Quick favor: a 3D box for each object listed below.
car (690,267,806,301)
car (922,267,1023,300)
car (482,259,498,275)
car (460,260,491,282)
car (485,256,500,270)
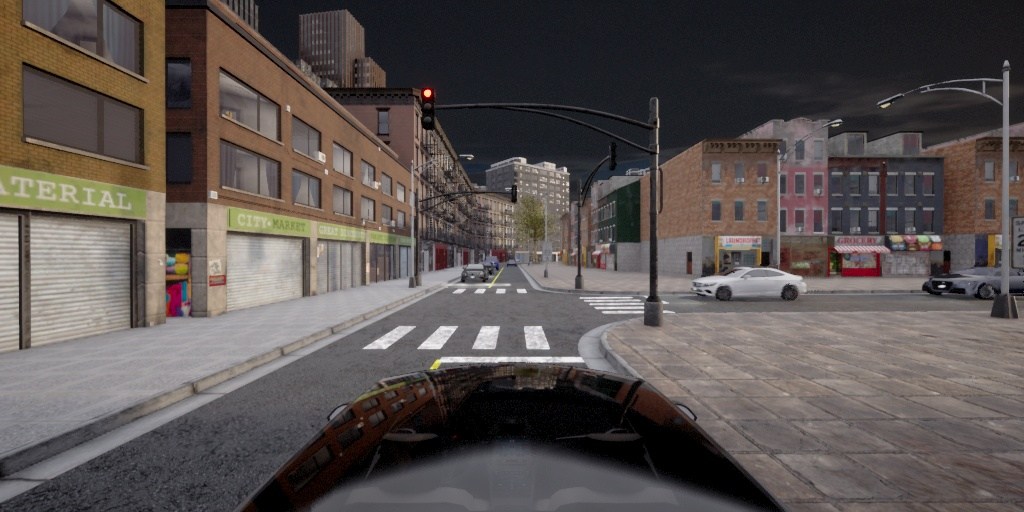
[{"bbox_3d":[10.588,1.206,16.199,4.674,1.442,1.812,0,0,0],"label":"car"},{"bbox_3d":[21.486,1.187,16.273,4.181,1.385,1.994,0,0,0],"label":"car"},{"bbox_3d":[-2.934,1.308,39.120,2.033,1.411,5.357,0,0,0],"label":"car"},{"bbox_3d":[-2.902,1.279,28.688,1.812,1.442,4.674,0,0,0],"label":"car"},{"bbox_3d":[-2.942,0.996,50.454,2.150,2.045,5.566,0,0,0],"label":"car"}]
